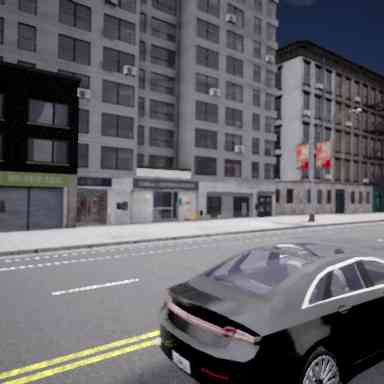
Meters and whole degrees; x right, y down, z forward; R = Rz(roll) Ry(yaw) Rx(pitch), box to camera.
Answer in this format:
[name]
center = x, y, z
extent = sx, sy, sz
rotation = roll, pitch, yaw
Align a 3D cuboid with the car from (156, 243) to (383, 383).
[car]
center = 1.862, 1.502, 4.764
extent = 4.902, 1.511, 2.128
rotation = 0, 0, -35
